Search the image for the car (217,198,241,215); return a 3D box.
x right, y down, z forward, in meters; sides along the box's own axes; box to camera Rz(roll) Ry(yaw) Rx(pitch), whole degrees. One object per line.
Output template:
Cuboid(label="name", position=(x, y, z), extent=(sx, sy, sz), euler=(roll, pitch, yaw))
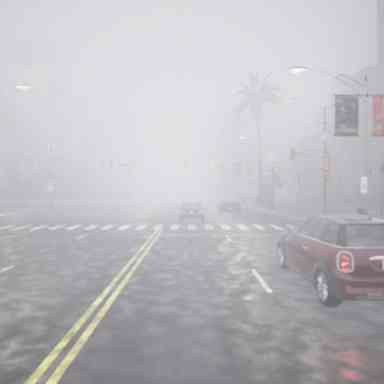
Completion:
Cuboid(label="car", position=(3.459, 1.295, 31.855), extent=(1.882, 1.535, 5.008), euler=(0, 0, 0))

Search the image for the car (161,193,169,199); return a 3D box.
Cuboid(label="car", position=(-7.405, 1.043, 90.769), extent=(1.994, 1.385, 4.181), euler=(0, 0, 0))

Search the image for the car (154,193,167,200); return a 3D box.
Cuboid(label="car", position=(-7.327, 0.938, 74.596), extent=(2.097, 1.767, 4.553), euler=(0, 0, 0))

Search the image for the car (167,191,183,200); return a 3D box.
Cuboid(label="car", position=(-3.828, 0.803, 75.034), extent=(2.150, 2.045, 5.566), euler=(0, 0, 0))

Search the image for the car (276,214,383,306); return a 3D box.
Cuboid(label="car", position=(3.541, 1.304, 8.047), extent=(2.097, 1.767, 4.553), euler=(0, 0, 0))

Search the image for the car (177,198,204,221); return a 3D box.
Cuboid(label="car", position=(-0.022, 1.403, 25.451), extent=(2.033, 1.411, 5.357), euler=(0, 0, 0))
